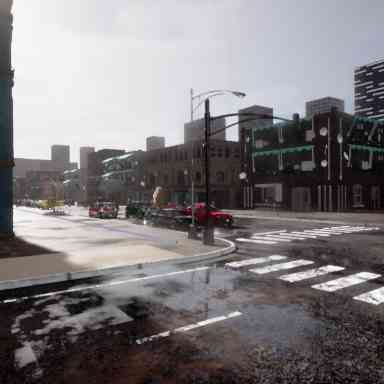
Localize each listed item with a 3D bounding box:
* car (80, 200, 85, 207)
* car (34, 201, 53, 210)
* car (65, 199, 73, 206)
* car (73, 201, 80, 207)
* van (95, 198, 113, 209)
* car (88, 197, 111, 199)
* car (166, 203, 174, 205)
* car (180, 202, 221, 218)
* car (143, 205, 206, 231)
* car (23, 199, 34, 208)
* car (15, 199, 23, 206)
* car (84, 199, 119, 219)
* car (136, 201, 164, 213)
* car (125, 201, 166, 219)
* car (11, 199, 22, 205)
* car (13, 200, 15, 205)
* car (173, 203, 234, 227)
[{"bbox_3d":[-18.408,1.940,61.936,2.192,1.841,5.009,-1,0,-35],"label":"car"},{"bbox_3d":[-25.141,2.233,56.951,1.752,1.417,4.829,-1,0,-35],"label":"car"},{"bbox_3d":[-28.003,2.364,75.486,1.947,1.339,4.313,-1,0,-35],"label":"car"},{"bbox_3d":[-21.603,2.228,66.453,1.887,1.381,4.507,-1,0,-35],"label":"car"},{"bbox_3d":[-15.207,1.907,57.420,1.690,1.788,3.998,-1,0,-35],"label":"van"},{"bbox_3d":[-11.044,1.678,41.567,2.150,2.045,5.566,-1,0,-35],"label":"car"},{"bbox_3d":[-2.402,1.904,39.355,1.802,1.307,4.206,-2,0,-35],"label":"car"},{"bbox_3d":[0.797,1.810,34.839,2.008,1.369,4.403,-2,0,-35],"label":"car"},{"bbox_3d":[-1.315,1.815,23.116,1.947,1.339,4.313,-1,0,-35],"label":"car"},{"bbox_3d":[-31.640,2.376,66.123,2.008,1.369,4.403,-1,0,-35],"label":"car"},{"bbox_3d":[-38.042,2.380,75.155,1.967,1.590,4.097,-1,0,-35],"label":"car"},{"bbox_3d":[-9.242,1.847,34.508,1.967,1.590,4.097,-1,0,-35],"label":"car"},{"bbox_3d":[-5.601,1.966,43.871,1.802,1.307,4.206,-1,0,-35],"label":"car"},{"bbox_3d":[-4.897,1.689,32.875,2.097,1.767,4.553,-1,0,-35],"label":"car"},{"bbox_3d":[-44.439,2.598,84.188,1.887,1.381,4.507,-1,0,-35],"label":"car"},{"bbox_3d":[-41.240,2.548,79.672,2.008,1.369,4.403,-1,0,-35],"label":"car"},{"bbox_3d":[0.964,1.698,24.602,1.882,1.535,5.008,-1,0,-35],"label":"car"}]
